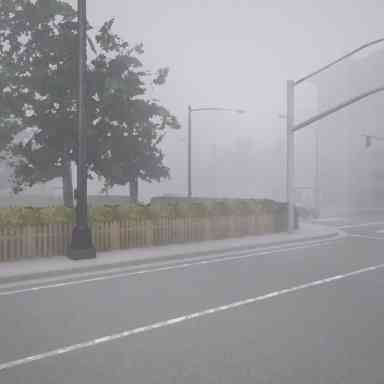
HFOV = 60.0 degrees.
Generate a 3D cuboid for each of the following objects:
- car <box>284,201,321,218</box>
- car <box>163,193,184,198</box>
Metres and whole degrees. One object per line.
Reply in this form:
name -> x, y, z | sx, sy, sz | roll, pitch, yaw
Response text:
car -> 9.406, 1.526, 30.334 | 1.812, 1.442, 4.674 | 0, 0, -35
car -> -2.297, 1.221, 47.257 | 2.150, 2.045, 5.566 | 0, 0, -35
